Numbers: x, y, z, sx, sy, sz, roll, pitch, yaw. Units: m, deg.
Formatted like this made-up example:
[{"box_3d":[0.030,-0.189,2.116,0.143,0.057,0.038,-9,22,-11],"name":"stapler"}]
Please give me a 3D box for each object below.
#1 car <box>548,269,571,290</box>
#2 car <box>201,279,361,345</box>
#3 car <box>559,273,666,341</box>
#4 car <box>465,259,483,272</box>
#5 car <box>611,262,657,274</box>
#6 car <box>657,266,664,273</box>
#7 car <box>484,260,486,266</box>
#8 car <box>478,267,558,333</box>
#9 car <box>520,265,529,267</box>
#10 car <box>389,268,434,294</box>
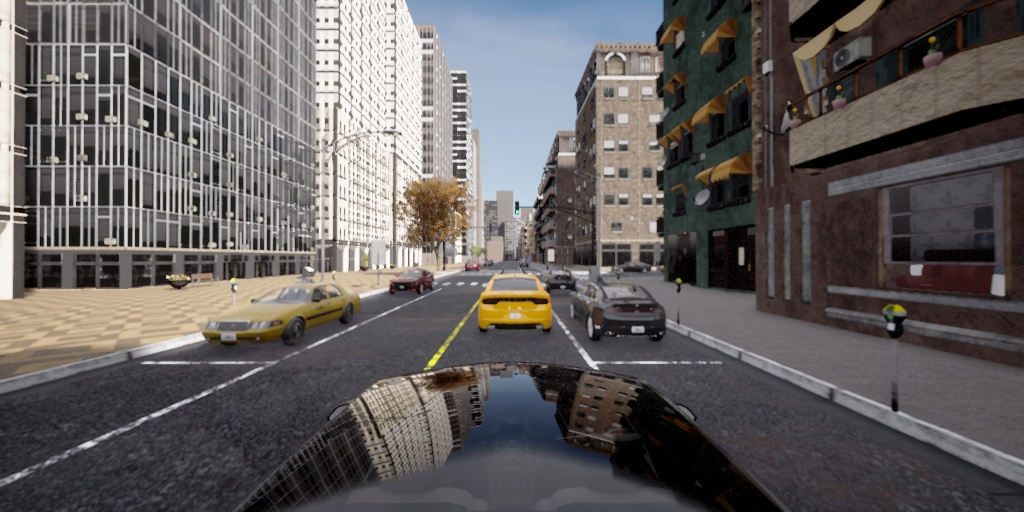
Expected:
[{"box_3d":[2.660,1.395,20.865,2.007,1.370,4.403,0,0,0],"name":"car"},{"box_3d":[-5.703,1.314,9.618,1.751,1.417,4.829,0,0,0],"name":"car"},{"box_3d":[2.677,1.339,9.800,2.007,1.370,4.403,0,0,0],"name":"car"},{"box_3d":[-5.769,1.342,53.240,2.192,1.841,5.009,0,0,0],"name":"car"},{"box_3d":[13.377,1.290,40.298,4.403,1.370,2.007,0,0,-1],"name":"car"},{"box_3d":[18.774,1.188,40.362,4.829,1.417,1.751,0,0,-1],"name":"car"},{"box_3d":[-5.778,1.627,58.763,1.948,1.339,4.313,0,0,0],"name":"car"},{"box_3d":[0.076,1.272,10.958,1.882,1.535,5.008,0,0,0],"name":"car"},{"box_3d":[0.066,1.464,24.370,1.895,1.301,4.718,0,0,0],"name":"car"},{"box_3d":[-5.720,1.390,20.853,1.888,1.381,4.507,0,0,0],"name":"car"}]
